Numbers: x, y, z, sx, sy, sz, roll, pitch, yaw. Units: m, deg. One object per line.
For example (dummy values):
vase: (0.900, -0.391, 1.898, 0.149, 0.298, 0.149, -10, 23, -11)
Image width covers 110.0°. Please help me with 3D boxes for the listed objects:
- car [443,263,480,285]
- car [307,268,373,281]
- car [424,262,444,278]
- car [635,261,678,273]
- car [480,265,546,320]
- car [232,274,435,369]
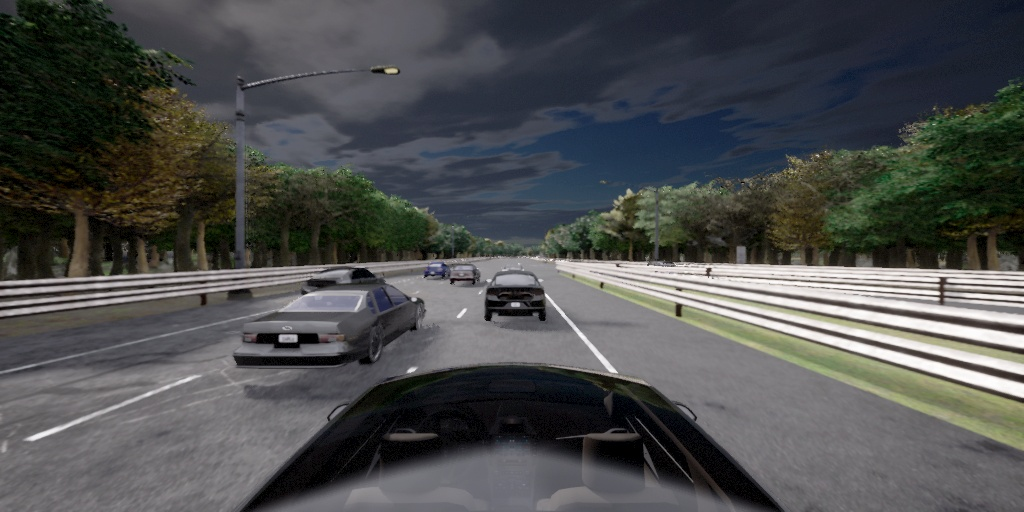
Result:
car: (-3.397, 1.314, 26.620, 2.033, 1.411, 5.357, 0, 0, 0)
car: (-6.902, 1.226, 15.228, 1.837, 1.490, 4.892, 0, 0, 0)
car: (-6.895, 1.298, 33.412, 1.812, 1.442, 4.674, 0, 0, 0)
car: (13.994, 1.316, 34.936, 2.033, 1.649, 4.856, 0, 0, -15)
car: (0.102, 1.235, 12.663, 1.882, 1.535, 5.008, 0, 0, 0)
car: (-3.393, 1.301, 7.962, 2.033, 1.411, 5.357, 0, 0, 0)
